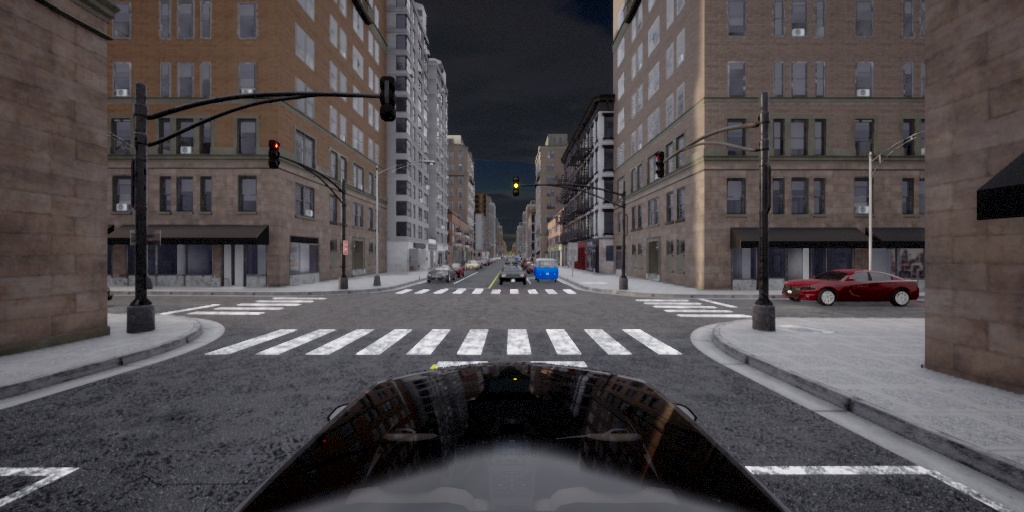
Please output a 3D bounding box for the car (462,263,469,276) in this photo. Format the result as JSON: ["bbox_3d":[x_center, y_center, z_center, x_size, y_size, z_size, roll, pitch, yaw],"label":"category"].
[{"bbox_3d":[-5.450,1.291,33.640,1.888,1.381,4.507,0,0,0],"label":"car"}]

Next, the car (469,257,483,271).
[{"bbox_3d":[-5.483,1.266,50.516,1.751,1.417,4.829,0,0,0],"label":"car"}]

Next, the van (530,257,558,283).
[{"bbox_3d":[2.586,1.087,27.982,1.690,1.789,3.998,0,0,0],"label":"van"}]

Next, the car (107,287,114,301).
[{"bbox_3d":[-17.752,1.197,12.787,5.357,1.411,2.033,0,0,0],"label":"car"}]

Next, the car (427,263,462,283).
[{"bbox_3d":[-5.439,1.297,27.958,2.007,1.370,4.403,0,0,0],"label":"car"}]

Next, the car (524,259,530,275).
[{"bbox_3d":[2.564,1.327,39.345,1.802,1.307,4.207,0,0,0],"label":"car"}]

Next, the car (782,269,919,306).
[{"bbox_3d":[14.788,1.325,15.848,5.008,1.535,1.882,0,0,1],"label":"car"}]

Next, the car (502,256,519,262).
[{"bbox_3d":[-0.109,1.087,57.660,2.097,1.767,4.553,0,0,0],"label":"car"}]

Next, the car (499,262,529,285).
[{"bbox_3d":[0.054,1.347,26.431,1.895,1.301,4.718,0,0,0],"label":"car"}]

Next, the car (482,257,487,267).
[{"bbox_3d":[-5.494,1.302,56.368,1.948,1.339,4.313,0,0,0],"label":"car"}]

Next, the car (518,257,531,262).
[{"bbox_3d":[2.531,1.050,56.390,2.192,1.841,5.009,0,0,0],"label":"car"}]

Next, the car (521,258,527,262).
[{"bbox_3d":[2.542,1.322,50.708,1.802,1.307,4.207,0,0,0],"label":"car"}]
